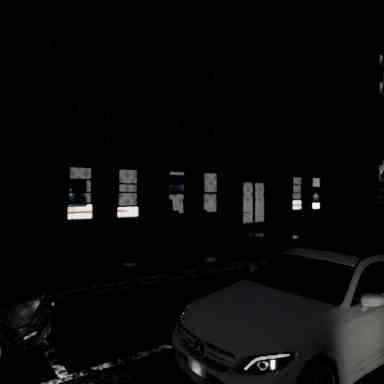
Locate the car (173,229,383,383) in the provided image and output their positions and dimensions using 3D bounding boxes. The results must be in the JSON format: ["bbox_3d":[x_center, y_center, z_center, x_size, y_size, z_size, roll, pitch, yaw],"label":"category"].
[{"bbox_3d":[1.944,1.537,4.768,4.674,1.442,1.812,0,0,-35],"label":"car"}]

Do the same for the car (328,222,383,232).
[{"bbox_3d":[5.328,1.609,10.366,4.206,1.307,1.802,0,0,-36],"label":"car"}]

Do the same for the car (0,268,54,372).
[{"bbox_3d":[-3.938,1.548,3.752,4.403,1.369,2.008,0,0,-36],"label":"car"}]
